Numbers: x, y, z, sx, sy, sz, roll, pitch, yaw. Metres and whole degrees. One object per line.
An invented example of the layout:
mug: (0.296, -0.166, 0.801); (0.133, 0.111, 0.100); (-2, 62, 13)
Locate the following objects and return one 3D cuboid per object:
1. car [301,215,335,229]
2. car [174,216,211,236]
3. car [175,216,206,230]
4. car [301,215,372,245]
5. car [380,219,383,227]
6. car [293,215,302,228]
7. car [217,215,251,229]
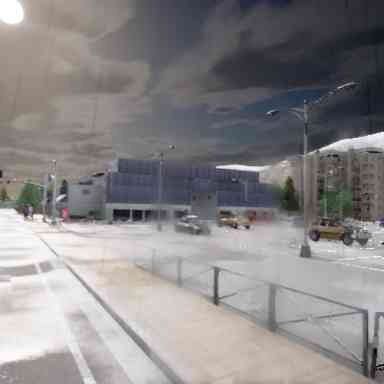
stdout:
car: (18.797, 4.423, 49.670); (1.932, 1.855, 4.605); (3, -4, -29)
car: (-0.029, 3.161, 30.454); (2.007, 1.523, 4.514); (3, -4, -29)
car: (-0.220, 3.523, 38.387); (1.970, 1.475, 3.806); (3, -4, -29)
car: (10.882, 2.906, 25.039); (1.932, 1.855, 4.605); (3, -4, -29)
car: (35.131, 5.541, 58.467); (1.845, 1.501, 3.633); (3, -4, -29)
car: (16.451, 4.255, 47.913); (1.905, 1.878, 3.866); (3, -4, -29)
car: (5.245, 3.749, 41.759); (2.152, 1.636, 5.027); (3, -4, -29)
